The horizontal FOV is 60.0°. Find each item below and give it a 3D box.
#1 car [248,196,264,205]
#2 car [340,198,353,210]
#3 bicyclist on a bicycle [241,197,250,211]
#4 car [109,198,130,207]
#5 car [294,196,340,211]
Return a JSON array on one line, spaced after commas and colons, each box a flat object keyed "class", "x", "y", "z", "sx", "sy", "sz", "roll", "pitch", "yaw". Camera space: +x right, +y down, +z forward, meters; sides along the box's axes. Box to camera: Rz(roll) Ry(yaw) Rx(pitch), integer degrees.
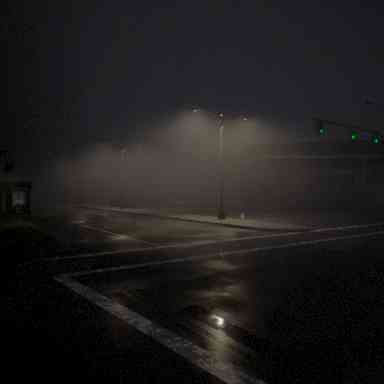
[{"class": "car", "x": 11.850, "y": 1.478, "z": 60.724, "sx": 1.882, "sy": 1.535, "sz": 5.008, "roll": 0, "pitch": 0, "yaw": 29}, {"class": "car", "x": 18.160, "y": 1.456, "z": 42.040, "sx": 1.970, "sy": 1.475, "sz": 3.806, "roll": 0, "pitch": 0, "yaw": -35}, {"class": "bicyclist on a bicycle", "x": 6.318, "y": 1.430, "z": 39.756, "sx": 1.656, "sy": 1.620, "sz": 0.582, "roll": -6, "pitch": -7, "yaw": -37}, {"class": "car", "x": -11.092, "y": 1.564, "z": 50.726, "sx": 1.994, "sy": 1.385, "sz": 4.181, "roll": 0, "pitch": 0, "yaw": -35}, {"class": "car", "x": 13.896, "y": 1.295, "z": 38.116, "sx": 2.242, "sy": 1.667, "sz": 4.611, "roll": 0, "pitch": 0, "yaw": -35}]
